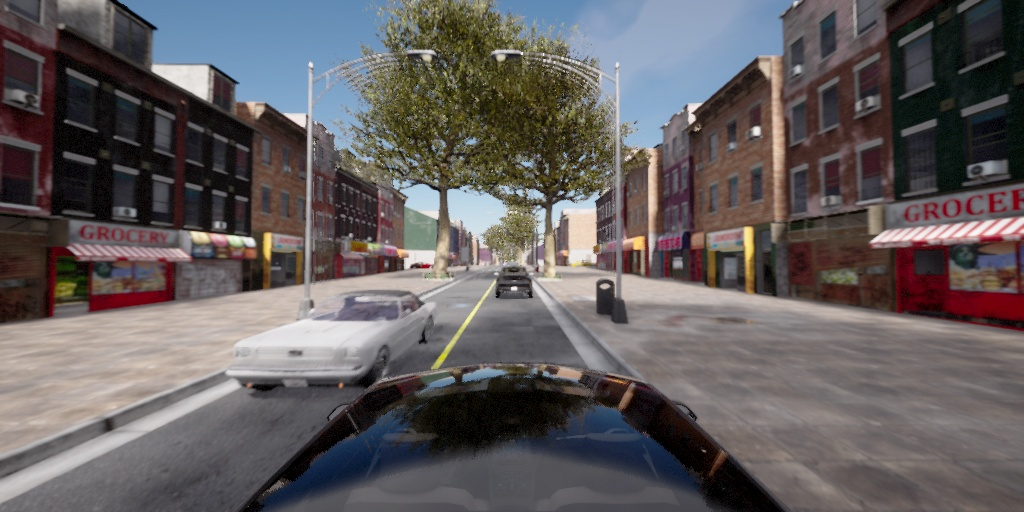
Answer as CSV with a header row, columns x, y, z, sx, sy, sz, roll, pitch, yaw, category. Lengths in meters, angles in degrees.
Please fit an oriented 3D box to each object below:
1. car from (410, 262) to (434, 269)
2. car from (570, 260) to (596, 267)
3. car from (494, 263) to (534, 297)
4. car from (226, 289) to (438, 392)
x,y,z,sx,sy,sz,roll,pitch,yaw,category
-14.815,1.631,60.258,4.507,1.381,1.888,0,0,0,car
12.198,1.316,60.427,4.829,1.417,1.751,0,0,0,car
0.105,1.290,19.228,1.837,1.490,4.892,0,0,0,car
-2.822,1.357,6.888,1.895,1.301,4.718,0,0,0,car
